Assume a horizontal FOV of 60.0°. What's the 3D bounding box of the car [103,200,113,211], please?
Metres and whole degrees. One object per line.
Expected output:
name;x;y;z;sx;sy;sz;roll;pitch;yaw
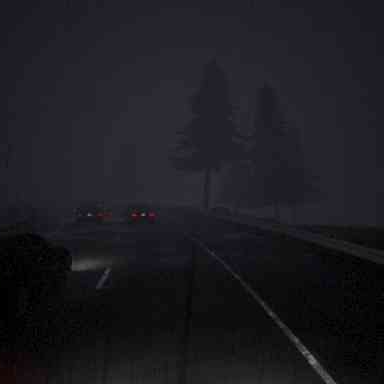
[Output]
car;-11.446;1.675;41.406;1.895;1.301;4.718;0;0;-30

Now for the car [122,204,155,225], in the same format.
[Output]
car;-4.036;1.582;24.671;2.033;1.411;5.357;0;0;-18

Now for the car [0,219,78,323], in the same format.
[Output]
car;-3.984;1.545;6.993;1.812;1.442;4.674;0;0;-6

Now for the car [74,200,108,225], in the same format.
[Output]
car;-7.696;1.595;24.724;2.033;1.411;5.357;0;0;-18
